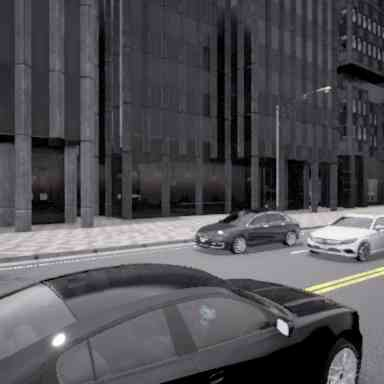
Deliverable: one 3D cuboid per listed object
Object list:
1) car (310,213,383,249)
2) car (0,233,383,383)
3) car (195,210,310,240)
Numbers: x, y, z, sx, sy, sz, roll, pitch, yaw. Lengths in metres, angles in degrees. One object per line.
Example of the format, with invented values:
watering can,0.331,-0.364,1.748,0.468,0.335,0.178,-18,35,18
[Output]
car,6.165,1.517,12.107,4.674,1.442,1.812,0,0,-36
car,-0.297,1.476,3.225,5.008,1.535,1.882,0,0,-36
car,2.363,1.498,13.379,4.892,1.490,1.837,0,0,-36
